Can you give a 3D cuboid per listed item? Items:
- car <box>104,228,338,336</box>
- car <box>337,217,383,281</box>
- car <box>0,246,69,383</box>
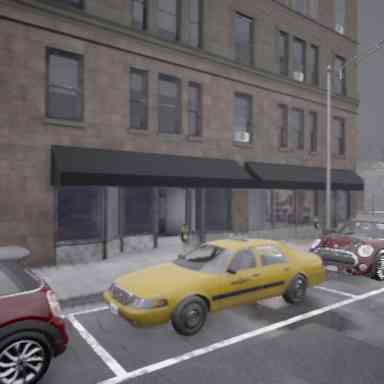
[{"bbox_3d":[0.722,1.556,6.701,4.829,1.417,1.752,0,0,-35],"label":"car"},{"bbox_3d":[5.355,1.510,10.003,4.097,1.590,1.967,0,0,-35],"label":"car"},{"bbox_3d":[-3.633,1.434,3.597,4.097,1.590,1.967,0,0,-35],"label":"car"}]
